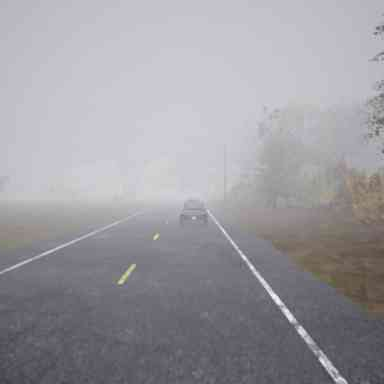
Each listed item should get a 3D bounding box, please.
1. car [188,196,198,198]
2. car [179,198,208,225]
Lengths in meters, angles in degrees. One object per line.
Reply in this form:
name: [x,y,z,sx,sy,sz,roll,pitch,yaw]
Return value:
car: [0.115,1.325,41.438,1.837,1.490,4.892,0,0,0]
car: [0.107,1.397,23.215,2.128,1.511,4.902,0,0,0]
